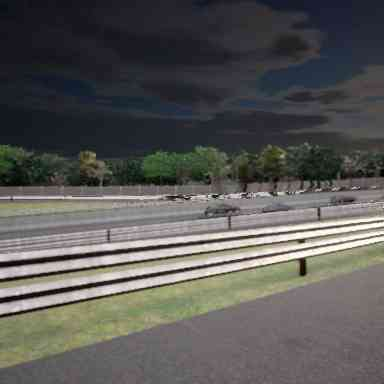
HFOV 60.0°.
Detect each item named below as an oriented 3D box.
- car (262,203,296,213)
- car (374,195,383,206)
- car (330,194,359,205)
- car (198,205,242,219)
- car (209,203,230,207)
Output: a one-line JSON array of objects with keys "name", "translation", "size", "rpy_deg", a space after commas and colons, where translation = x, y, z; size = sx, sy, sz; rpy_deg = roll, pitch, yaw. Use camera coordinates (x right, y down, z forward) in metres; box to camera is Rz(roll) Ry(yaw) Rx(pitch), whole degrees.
[{"name": "car", "translation": [10.821, 1.989, 41.363], "size": [4.181, 1.385, 1.994], "rpy_deg": [-3, 2, -24]}, {"name": "car", "translation": [26.978, 1.191, 44.798], "size": [4.718, 1.301, 1.895], "rpy_deg": [-3, 2, -24]}, {"name": "car", "translation": [23.309, 1.099, 50.822], "size": [4.902, 1.511, 2.128], "rpy_deg": [-3, 2, -24]}, {"name": "car", "translation": [3.009, 2.476, 34.008], "size": [4.718, 1.301, 1.895], "rpy_deg": [-4, 2, -24]}, {"name": "car", "translation": [3.973, 2.182, 42.119], "size": [4.892, 1.490, 1.837], "rpy_deg": [-4, 2, -24]}]
